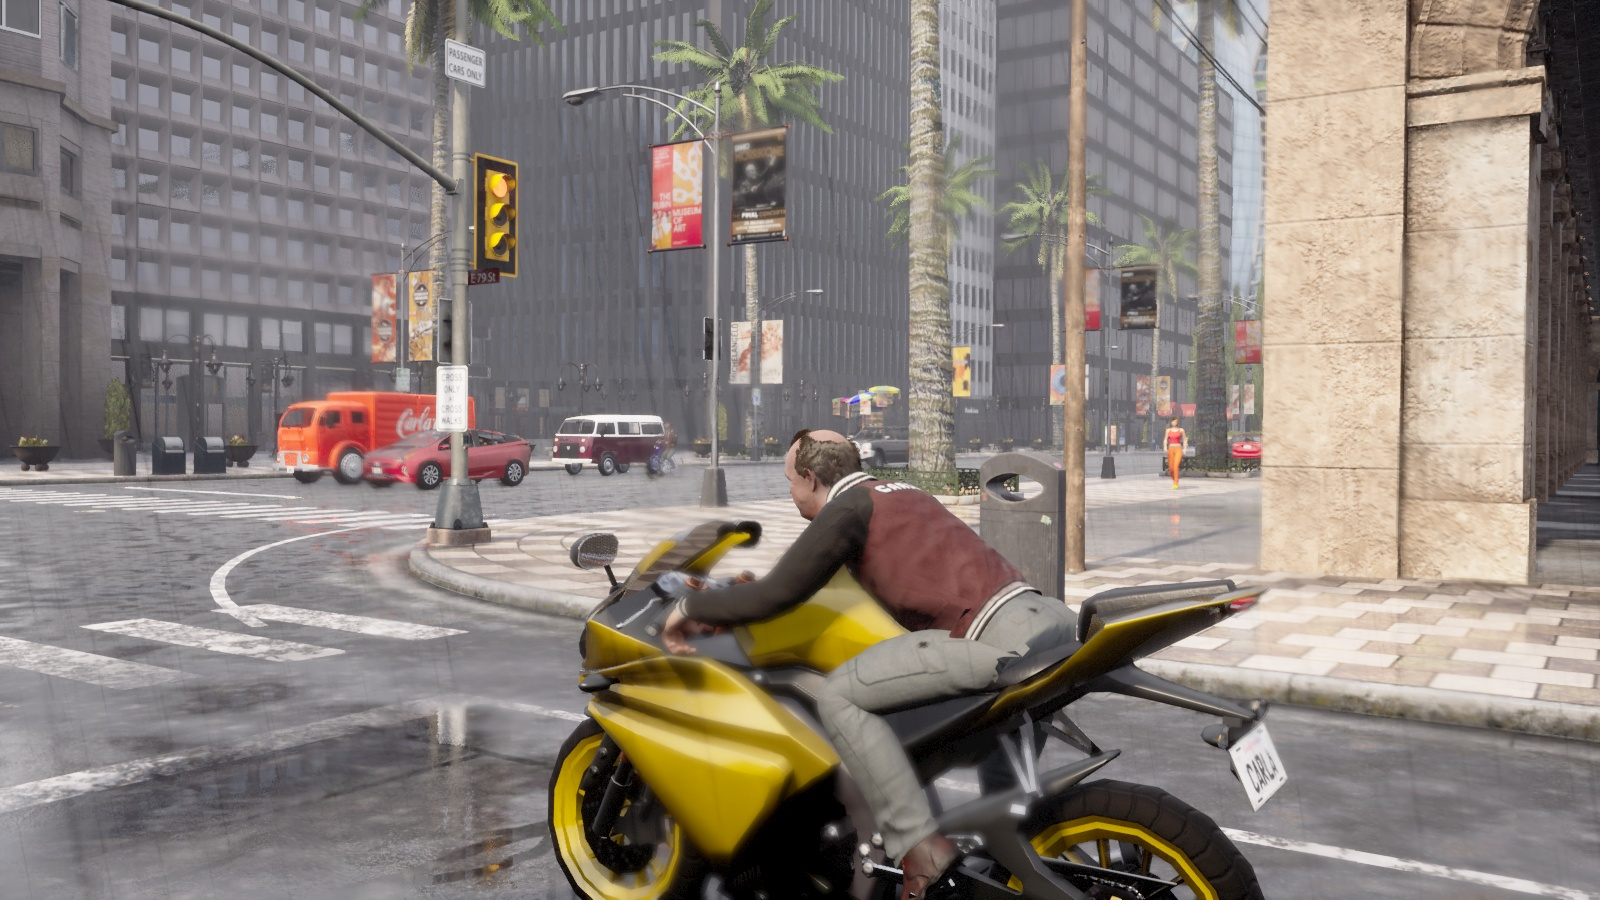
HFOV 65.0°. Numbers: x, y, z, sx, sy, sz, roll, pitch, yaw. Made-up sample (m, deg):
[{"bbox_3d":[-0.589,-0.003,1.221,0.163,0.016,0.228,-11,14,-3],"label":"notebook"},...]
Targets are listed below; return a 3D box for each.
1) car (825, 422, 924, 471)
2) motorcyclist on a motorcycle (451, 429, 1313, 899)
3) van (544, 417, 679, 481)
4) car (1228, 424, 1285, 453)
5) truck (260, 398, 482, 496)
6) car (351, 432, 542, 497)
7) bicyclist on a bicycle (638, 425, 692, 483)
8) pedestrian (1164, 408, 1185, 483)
[{"bbox_3d":[3.051,-0.170,50.565,1.932,1.855,4.605,0,1,34],"label":"car"},{"bbox_3d":[0.146,0.718,3.421,2.191,1.530,0.866,0,1,33],"label":"motorcyclist on a motorcycle"},{"bbox_3d":[-6.340,-0.071,42.710,2.069,2.038,4.480,0,1,33],"label":"van"},{"bbox_3d":[27.394,-0.700,75.245,2.242,1.667,4.611,0,1,33],"label":"car"},{"bbox_3d":[-11.689,-0.122,34.589,2.627,2.467,5.204,0,1,35],"label":"truck"},{"bbox_3d":[-8.995,0.318,32.343,2.007,1.525,4.514,0,1,33],"label":"car"},{"bbox_3d":[-4.243,0.101,39.534,0.659,1.776,1.843,0,1,33],"label":"bicyclist on a bicycle"},{"bbox_3d":[9.263,-0.120,31.064,0.345,1.836,0.594,0,1,33],"label":"pedestrian"}]
